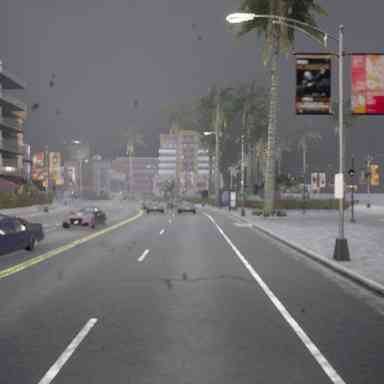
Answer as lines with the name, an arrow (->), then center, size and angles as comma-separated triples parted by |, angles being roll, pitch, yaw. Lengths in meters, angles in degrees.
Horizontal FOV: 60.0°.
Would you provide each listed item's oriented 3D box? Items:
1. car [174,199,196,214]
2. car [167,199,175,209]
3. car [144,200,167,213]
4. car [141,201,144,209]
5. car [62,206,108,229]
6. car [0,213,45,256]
car -> -0.691, 1.735, 38.221 | 1.994, 1.385, 4.181 | 0, 0, -5
car -> -2.485, 1.706, 48.090 | 2.128, 1.511, 4.902 | 0, 0, -15
car -> -4.320, 1.738, 38.962 | 1.994, 1.385, 4.181 | 0, 0, -6
car -> -6.134, 1.778, 48.028 | 1.994, 1.385, 4.181 | 0, 0, -14
car -> -7.046, 1.662, 22.215 | 1.994, 1.385, 4.181 | 0, 0, 0
car -> -7.104, 1.600, 11.700 | 2.033, 1.411, 5.357 | 0, 0, 0
